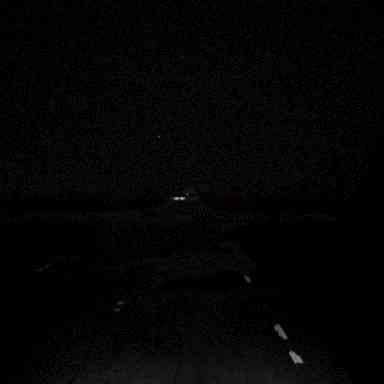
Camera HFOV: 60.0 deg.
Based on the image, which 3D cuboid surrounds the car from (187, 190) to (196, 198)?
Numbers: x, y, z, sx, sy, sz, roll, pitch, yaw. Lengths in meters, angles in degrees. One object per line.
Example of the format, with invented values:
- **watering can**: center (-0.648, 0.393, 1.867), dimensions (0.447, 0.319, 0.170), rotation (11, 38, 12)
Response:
- **car**: center (-0.066, 0.562, 71.350), dimensions (2.128, 1.511, 4.902), rotation (0, 1, 0)

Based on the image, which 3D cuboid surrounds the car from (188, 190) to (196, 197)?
- **car**: center (-0.075, 0.343, 81.385), dimensions (1.812, 1.442, 4.674), rotation (0, 1, 0)

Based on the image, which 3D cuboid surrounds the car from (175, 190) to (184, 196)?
- **car**: center (-2.821, 0.146, 76.367), dimensions (1.994, 1.385, 4.181), rotation (0, 1, 0)
